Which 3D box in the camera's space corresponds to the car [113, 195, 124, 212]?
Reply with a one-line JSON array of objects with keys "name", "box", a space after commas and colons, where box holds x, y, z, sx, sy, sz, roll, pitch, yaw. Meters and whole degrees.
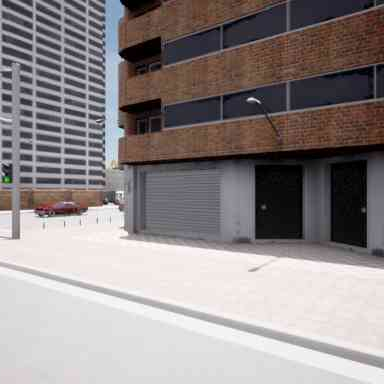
[{"name": "car", "box": [-6.421, 1.477, 39.057, 1.882, 1.535, 5.008, 0, 0, 35]}]

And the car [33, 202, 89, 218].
[{"name": "car", "box": [-12.135, 1.601, 30.952, 1.895, 1.301, 4.718, 0, 0, 35]}]
